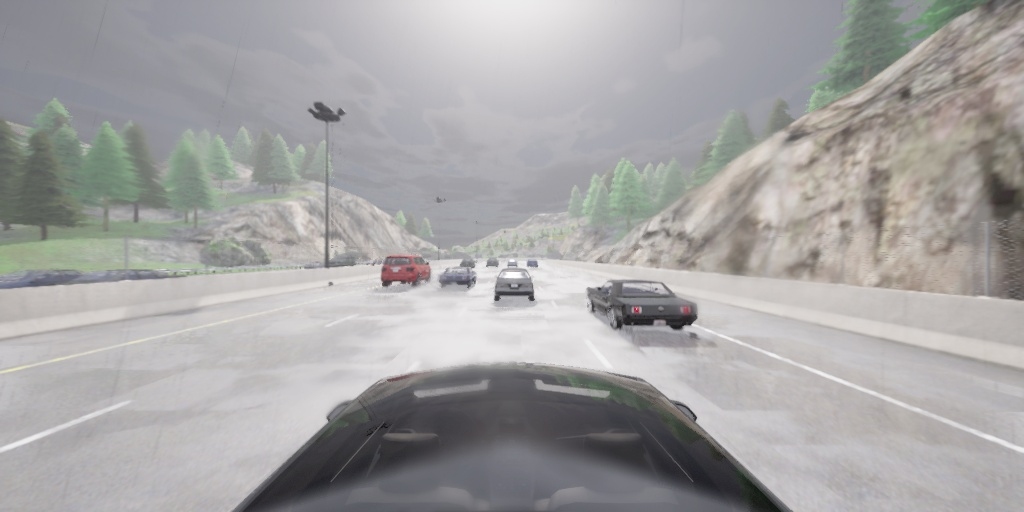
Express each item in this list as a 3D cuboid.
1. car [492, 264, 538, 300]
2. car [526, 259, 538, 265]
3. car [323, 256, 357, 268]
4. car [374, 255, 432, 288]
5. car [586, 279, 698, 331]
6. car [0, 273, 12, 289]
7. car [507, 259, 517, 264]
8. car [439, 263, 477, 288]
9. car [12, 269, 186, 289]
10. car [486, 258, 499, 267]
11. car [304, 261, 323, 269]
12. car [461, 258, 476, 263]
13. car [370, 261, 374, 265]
[{"bbox_3d":[0.102,1.296,17.580,2.033,1.411,5.357,0,0,0],"label":"car"},{"bbox_3d":[3.592,1.226,64.489,1.882,1.535,5.008,0,0,0],"label":"car"},{"bbox_3d":[-24.540,0.966,51.998,2.150,2.045,5.566,0,0,1],"label":"car"},{"bbox_3d":[-6.921,0.971,24.017,2.150,2.045,5.566,0,0,0],"label":"car"},{"bbox_3d":[3.613,1.351,10.990,1.895,1.301,4.718,0,0,0],"label":"car"},{"bbox_3d":[-21.097,1.296,16.095,2.033,1.411,5.357,0,0,0],"label":"car"},{"bbox_3d":[0.086,1.296,64.520,2.033,1.411,5.357,0,0,0],"label":"car"},{"bbox_3d":[-3.402,1.350,23.424,1.895,1.301,4.718,0,0,0],"label":"car"},{"bbox_3d":[-17.597,1.296,16.095,2.033,1.411,5.357,0,0,0],"label":"car"},{"bbox_3d":[-3.408,1.100,64.349,2.097,1.767,4.553,0,0,0],"label":"car"},{"bbox_3d":[-28.036,1.350,52.023,1.895,1.301,4.718,0,0,1],"label":"car"},{"bbox_3d":[-6.908,1.100,57.243,2.097,1.767,4.553,0,0,0],"label":"car"},{"bbox_3d":[-21.034,1.308,56.923,1.994,1.385,4.181,0,0,1],"label":"car"}]
